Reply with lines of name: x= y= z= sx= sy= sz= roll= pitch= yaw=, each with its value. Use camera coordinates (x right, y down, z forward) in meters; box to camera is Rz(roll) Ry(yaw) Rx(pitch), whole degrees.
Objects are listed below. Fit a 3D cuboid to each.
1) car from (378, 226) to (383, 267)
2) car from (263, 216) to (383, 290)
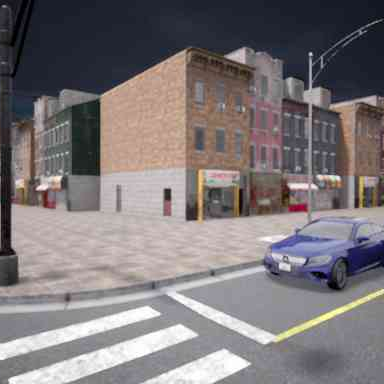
car: x=5.944 y=1.414 z=6.862 sx=4.892 sy=1.490 sz=1.837 roll=-1 pitch=1 yaw=-38
car: x=3.917 y=1.408 z=8.899 sx=4.674 sy=1.442 sz=1.812 roll=-1 pitch=1 yaw=-38
